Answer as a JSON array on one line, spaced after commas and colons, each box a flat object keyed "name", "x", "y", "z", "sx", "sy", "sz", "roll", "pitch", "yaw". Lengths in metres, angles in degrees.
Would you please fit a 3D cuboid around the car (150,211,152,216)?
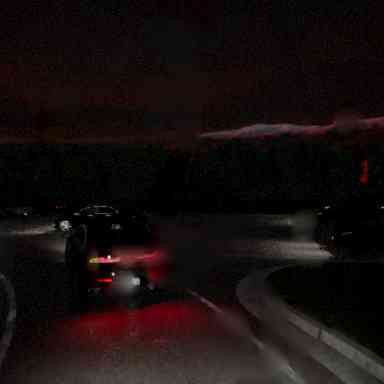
[{"name": "car", "x": -4.663, "y": 1.472, "z": 21.648, "sx": 4.181, "sy": 1.385, "sz": 1.994, "roll": 0, "pitch": 0, "yaw": 11}]

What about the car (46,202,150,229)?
[{"name": "car", "x": -5.086, "y": 1.427, "z": 18.167, "sx": 4.892, "sy": 1.490, "sz": 1.837, "roll": 0, "pitch": 0, "yaw": 11}]

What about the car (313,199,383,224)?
[{"name": "car", "x": 10.612, "y": 1.438, "z": 22.359, "sx": 4.674, "sy": 1.442, "sz": 1.812, "roll": 0, "pitch": 0, "yaw": 10}]

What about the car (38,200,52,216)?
[{"name": "car", "x": -14.288, "y": 1.415, "z": 30.555, "sx": 5.357, "sy": 1.411, "sz": 2.033, "roll": 0, "pitch": 0, "yaw": 11}]

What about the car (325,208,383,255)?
[{"name": "car", "x": 7.658, "y": 1.478, "z": 12.234, "sx": 4.674, "sy": 1.442, "sz": 1.812, "roll": 0, "pitch": 0, "yaw": 11}]

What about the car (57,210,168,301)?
[{"name": "car", "x": -2.103, "y": 1.456, "z": 8.400, "sx": 2.128, "sy": 1.511, "sz": 4.902, "roll": 0, "pitch": 0, "yaw": -24}]

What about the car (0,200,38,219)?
[{"name": "car", "x": -15.587, "y": 1.482, "z": 27.236, "sx": 4.718, "sy": 1.301, "sz": 1.895, "roll": 0, "pitch": 0, "yaw": 11}]
